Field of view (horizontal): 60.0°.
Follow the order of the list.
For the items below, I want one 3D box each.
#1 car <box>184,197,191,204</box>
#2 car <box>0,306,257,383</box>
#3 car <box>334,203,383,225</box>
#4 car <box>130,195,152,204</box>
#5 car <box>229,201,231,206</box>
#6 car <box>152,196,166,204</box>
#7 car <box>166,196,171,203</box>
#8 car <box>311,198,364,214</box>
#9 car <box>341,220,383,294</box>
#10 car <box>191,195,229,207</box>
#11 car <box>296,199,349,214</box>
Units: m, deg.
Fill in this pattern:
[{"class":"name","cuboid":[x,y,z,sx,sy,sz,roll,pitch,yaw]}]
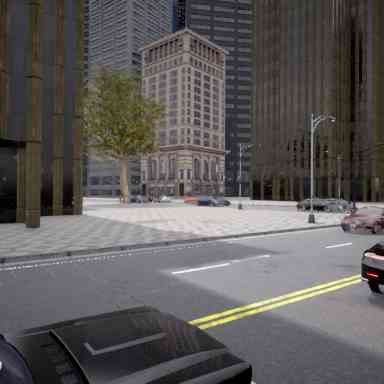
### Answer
[{"class":"car","cuboid":[0.541,1.399,64.915,2.097,1.767,4.553,1,-1,-43]},{"class":"car","cuboid":[-1.747,1.601,2.195,4.718,1.301,1.895,0,0,-36]},{"class":"car","cuboid":[10.424,1.525,18.928,4.674,1.442,1.812,0,0,-35]},{"class":"car","cuboid":[-10.079,1.330,61.889,2.097,1.767,4.553,1,-1,-44]},{"class":"car","cuboid":[3.982,1.547,51.087,1.994,1.385,4.181,1,0,-41]},{"class":"car","cuboid":[-7.715,1.481,64.118,1.837,1.490,4.892,1,-1,-44]},{"class":"car","cuboid":[-6.418,1.569,72.102,1.812,1.442,4.674,1,-1,-45]},{"class":"car","cuboid":[15.911,1.477,36.546,2.128,1.511,4.902,1,0,-38]},{"class":"car","cuboid":[5.774,1.492,7.556,4.902,1.511,2.128,0,0,-35]},{"class":"car","cuboid":[2.563,1.303,47.755,2.097,1.767,4.553,1,0,-41]},{"class":"car","cuboid":[13.220,1.444,34.642,2.128,1.511,4.902,1,0,-37]}]
